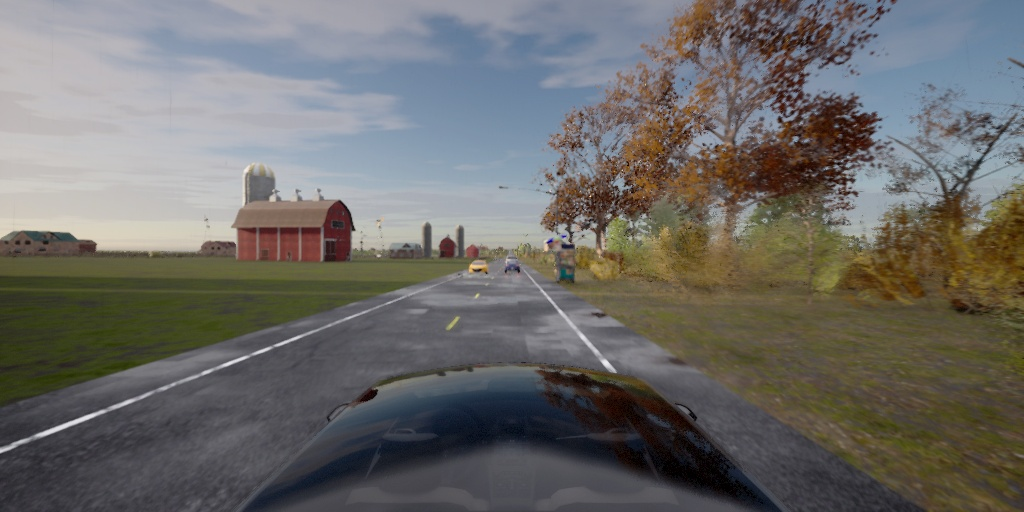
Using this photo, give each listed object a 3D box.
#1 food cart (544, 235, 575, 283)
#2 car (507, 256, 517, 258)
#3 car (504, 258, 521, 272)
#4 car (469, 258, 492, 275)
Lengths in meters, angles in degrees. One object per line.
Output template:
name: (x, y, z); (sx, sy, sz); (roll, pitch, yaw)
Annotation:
food cart: (3.989, 0.227, 28.059); (2.280, 3.560, 4.660); (0, 0, 0)
car: (-0.020, 0.983, 59.186); (2.150, 2.045, 5.566); (0, 0, 0)
car: (0.053, 1.290, 45.425); (1.812, 1.442, 4.674); (0, 0, 0)
car: (-3.603, 1.241, 39.557); (1.882, 1.535, 5.008); (0, 0, 0)
